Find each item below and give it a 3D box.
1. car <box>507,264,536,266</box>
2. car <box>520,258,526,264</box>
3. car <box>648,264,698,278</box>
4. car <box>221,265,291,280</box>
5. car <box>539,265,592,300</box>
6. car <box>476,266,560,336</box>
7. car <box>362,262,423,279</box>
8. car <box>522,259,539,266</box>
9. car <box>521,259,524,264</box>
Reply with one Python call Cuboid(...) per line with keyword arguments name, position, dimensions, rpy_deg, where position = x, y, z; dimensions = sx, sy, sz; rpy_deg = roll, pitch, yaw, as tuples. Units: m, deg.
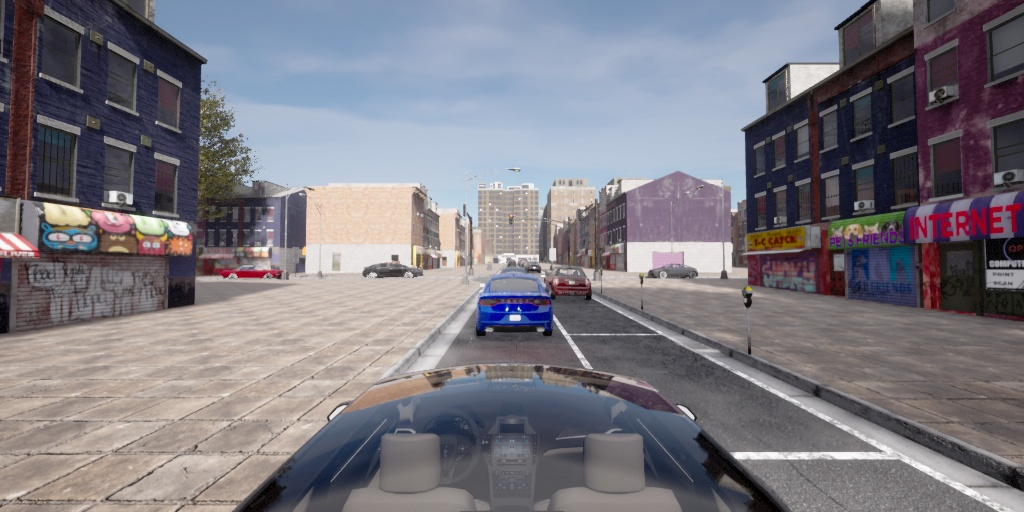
Cuboid(name="car", position=(0.098, 1.292, 18.022), dimensions=(1.812, 1.442, 4.674), rpy_deg=(0, 0, 0))
Cuboid(name="car", position=(2.633, 1.448, 55.609), dimensions=(1.751, 1.417, 4.829), rpy_deg=(0, 0, 0))
Cuboid(name="car", position=(14.605, 1.379, 32.653), dimensions=(4.181, 1.385, 1.994), rpy_deg=(0, -2, 0))
Cuboid(name="car", position=(-21.246, 1.434, 29.928), dimensions=(4.718, 1.301, 1.895), rpy_deg=(-1, -2, 0))
Cuboid(name="car", position=(2.635, 1.206, 17.822), dimensions=(1.967, 1.591, 4.097), rpy_deg=(0, 0, 0))
Cuboid(name="car", position=(0.039, 1.233, 10.486), dimensions=(1.882, 1.535, 5.008), rpy_deg=(0, 0, -1))
Cuboid(name="car", position=(-9.930, 1.269, 30.007), dimensions=(4.892, 1.490, 1.837), rpy_deg=(-1, -2, -3))
Cuboid(name="car", position=(2.634, 1.420, 44.566), dimensions=(1.948, 1.339, 4.313), rpy_deg=(0, 0, 0))
Cuboid(name="car", position=(2.633, 1.452, 50.002), dimensions=(1.948, 1.339, 4.313), rpy_deg=(0, 0, 0))
